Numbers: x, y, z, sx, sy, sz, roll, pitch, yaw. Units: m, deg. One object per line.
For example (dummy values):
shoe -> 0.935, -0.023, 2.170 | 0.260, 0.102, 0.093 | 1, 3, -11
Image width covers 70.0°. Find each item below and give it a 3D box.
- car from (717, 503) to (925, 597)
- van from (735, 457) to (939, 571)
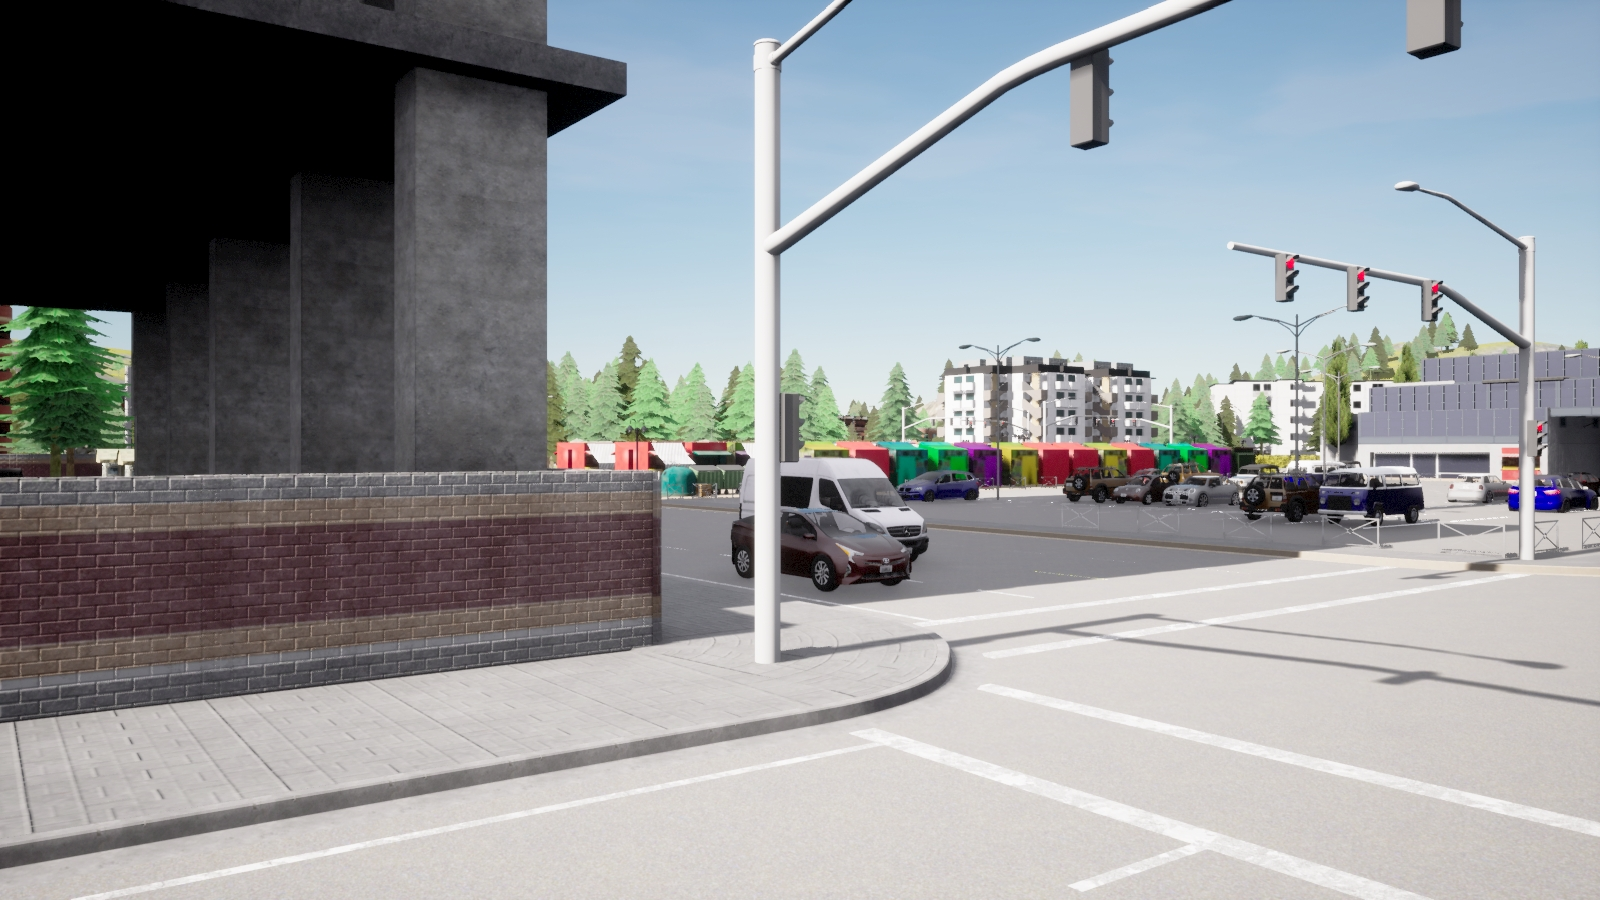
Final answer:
car -> 0.324, 1.984, 23.786 | 2.007, 1.525, 4.514 | 0, 0, -36
van -> 0.780, 1.479, 29.066 | 1.988, 2.561, 5.915 | 0, 0, -36
